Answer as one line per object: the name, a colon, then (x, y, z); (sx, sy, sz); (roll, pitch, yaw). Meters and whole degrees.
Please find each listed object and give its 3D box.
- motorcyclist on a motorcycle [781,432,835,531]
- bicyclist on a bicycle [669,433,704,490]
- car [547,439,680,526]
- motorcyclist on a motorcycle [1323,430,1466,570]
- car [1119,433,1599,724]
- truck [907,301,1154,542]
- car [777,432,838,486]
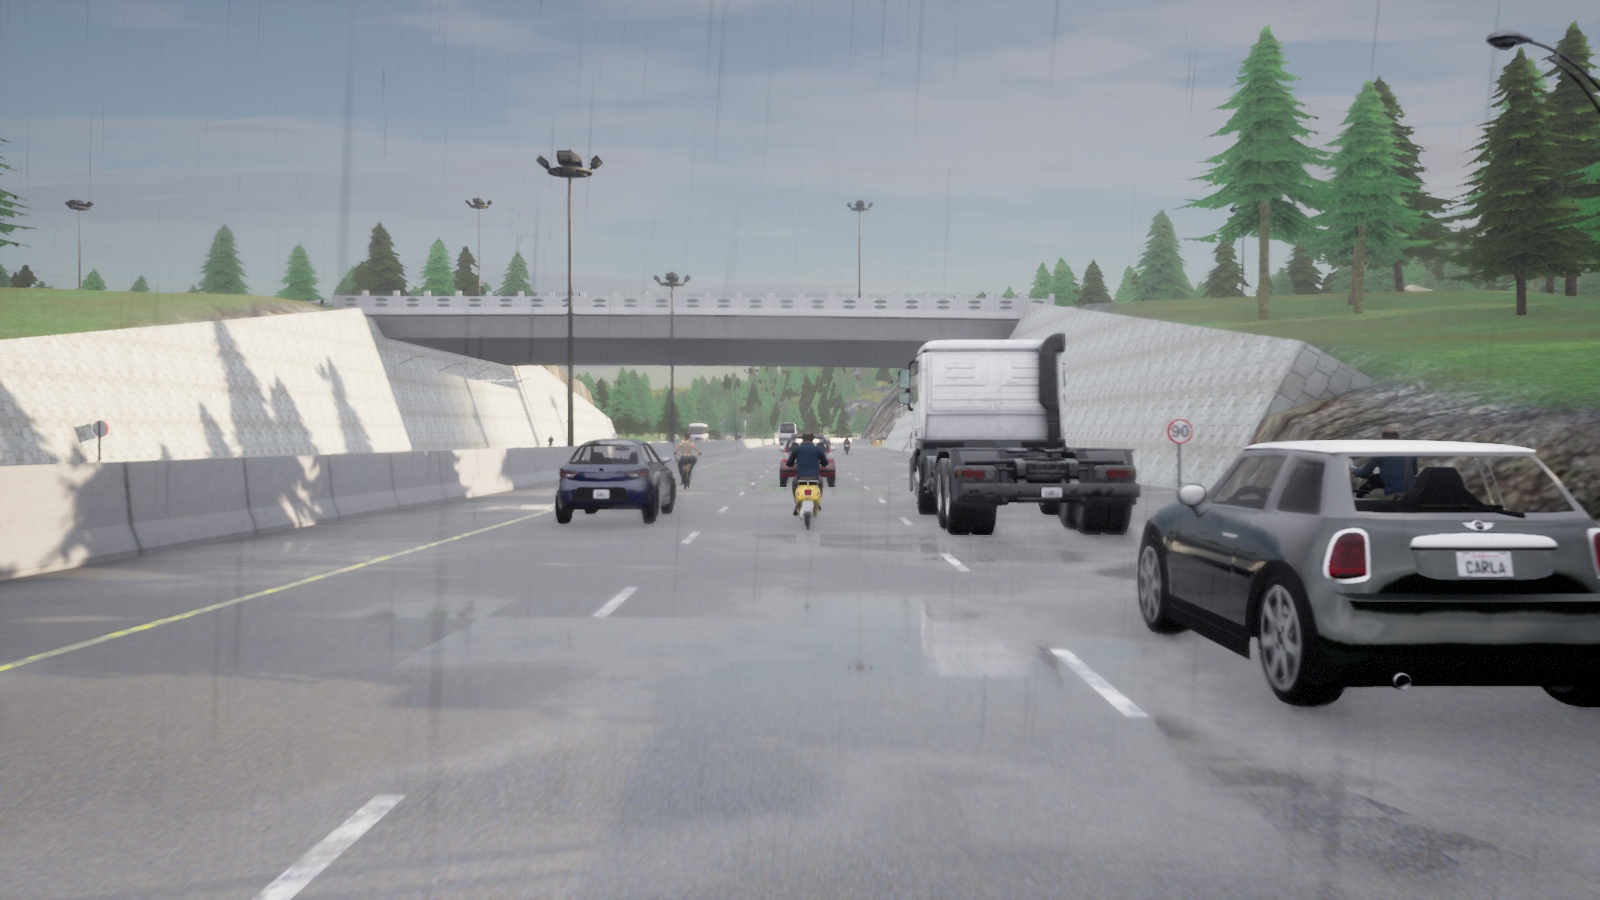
motorcyclist on a motorcycle: (0.133, 0.495, 21.119); (0.866, 1.590, 1.817); (0, 0, 0)
bicyclist on a bicycle: (-3.277, 0.327, 36.454); (0.866, 1.612, 1.509); (0, 1, 0)
car: (-3.355, 0.531, 23.304); (1.816, 1.474, 4.193); (0, 1, 0)
motorcyclist on a motorcycle: (7.100, 0.559, 15.112); (0.866, 1.590, 1.817); (0, 1, 0)
car: (3.561, 0.634, 8.271); (1.970, 1.475, 3.806); (0, 1, 0)
truck: (3.639, -0.446, 21.956); (2.891, 3.462, 7.936); (0, 1, 0)
car: (0.237, 0.259, 39.798); (1.851, 1.617, 3.988); (0, 1, 0)
